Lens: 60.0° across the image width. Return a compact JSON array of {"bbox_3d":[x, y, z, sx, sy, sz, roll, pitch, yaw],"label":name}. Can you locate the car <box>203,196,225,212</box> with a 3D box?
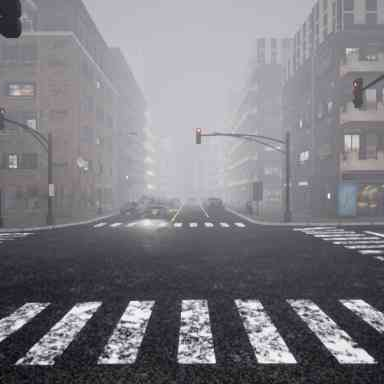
[{"bbox_3d":[2.632,1.448,37.919,1.967,1.590,4.097,0,0,0],"label":"car"}]

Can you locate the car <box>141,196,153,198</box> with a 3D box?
[{"bbox_3d":[-5.748,1.534,37.734,1.752,1.417,4.829,0,0,0],"label":"car"}]

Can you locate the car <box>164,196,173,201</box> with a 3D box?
[{"bbox_3d":[-5.819,1.589,83.362,2.008,1.369,4.403,0,0,0],"label":"car"}]

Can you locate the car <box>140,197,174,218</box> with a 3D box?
[{"bbox_3d":[-3.138,1.494,30.653,2.128,1.511,4.902,0,0,1],"label":"car"}]

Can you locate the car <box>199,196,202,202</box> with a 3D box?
[{"bbox_3d":[2.606,1.599,54.966,1.802,1.307,4.206,0,0,0],"label":"car"}]

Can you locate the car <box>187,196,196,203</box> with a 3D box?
[{"bbox_3d":[-0.065,1.539,70.643,2.128,1.511,4.902,0,0,0],"label":"car"}]

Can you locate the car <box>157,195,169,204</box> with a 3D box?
[{"bbox_3d":[-5.793,1.465,66.316,1.967,1.590,4.097,0,0,0],"label":"car"}]

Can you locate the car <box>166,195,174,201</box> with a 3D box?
[{"bbox_3d":[-5.828,1.595,89.045,2.008,1.369,4.403,0,0,0],"label":"car"}]

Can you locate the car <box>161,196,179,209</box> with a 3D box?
[{"bbox_3d":[-3.167,1.613,46.259,1.895,1.301,4.718,0,0,0],"label":"car"}]

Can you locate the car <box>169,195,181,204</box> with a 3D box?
[{"bbox_3d":[-3.099,1.625,65.024,1.994,1.385,4.181,0,0,0],"label":"car"}]

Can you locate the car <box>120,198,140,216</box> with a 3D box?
[{"bbox_3d":[-5.739,1.572,32.221,1.947,1.339,4.313,0,0,0],"label":"car"}]

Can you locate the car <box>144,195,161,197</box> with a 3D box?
[{"bbox_3d":[-5.758,1.326,43.586,2.192,1.841,5.009,0,0,0],"label":"car"}]

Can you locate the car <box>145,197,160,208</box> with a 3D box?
[{"bbox_3d":[-5.766,1.539,49.098,1.752,1.417,4.829,0,0,0],"label":"car"}]

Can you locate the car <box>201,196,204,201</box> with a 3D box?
[{"bbox_3d":[2.623,1.451,43.601,1.967,1.590,4.097,0,0,0],"label":"car"}]
